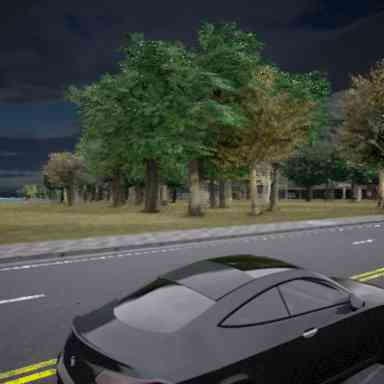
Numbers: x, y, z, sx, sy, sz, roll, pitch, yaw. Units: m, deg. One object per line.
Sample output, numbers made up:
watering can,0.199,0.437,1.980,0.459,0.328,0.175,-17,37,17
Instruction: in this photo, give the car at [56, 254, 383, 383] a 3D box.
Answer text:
car,0.853,1.527,4.064,4.674,1.442,1.812,0,0,-36
